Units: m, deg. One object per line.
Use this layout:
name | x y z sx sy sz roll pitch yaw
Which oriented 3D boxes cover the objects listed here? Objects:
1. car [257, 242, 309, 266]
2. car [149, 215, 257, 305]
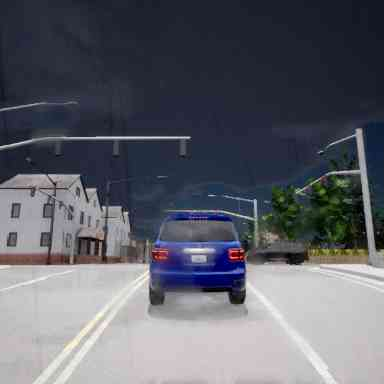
car | 7.552 5.556 29.744 5.566 2.045 2.150 0 -12 1
car | 0.086 1.762 9.322 2.150 2.045 5.566 0 -7 -1
